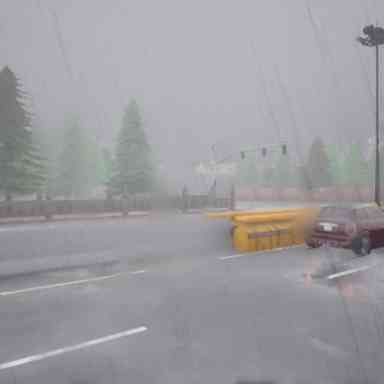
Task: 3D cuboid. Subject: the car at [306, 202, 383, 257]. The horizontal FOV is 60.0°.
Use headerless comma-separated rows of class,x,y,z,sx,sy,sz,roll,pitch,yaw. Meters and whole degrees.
car,6.432,1.244,12.664,4.553,1.767,2.097,-1,0,-35
